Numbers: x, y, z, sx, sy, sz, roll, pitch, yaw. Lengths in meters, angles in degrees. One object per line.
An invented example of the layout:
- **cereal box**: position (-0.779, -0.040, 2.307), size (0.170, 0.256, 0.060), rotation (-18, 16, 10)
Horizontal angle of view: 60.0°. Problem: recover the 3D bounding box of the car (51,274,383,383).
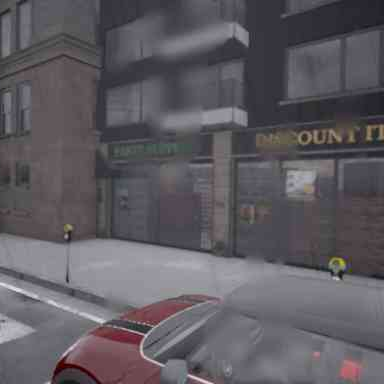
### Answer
- **car**: position (0.692, 1.425, 2.586), size (4.097, 1.590, 1.967), rotation (1, 1, 36)
